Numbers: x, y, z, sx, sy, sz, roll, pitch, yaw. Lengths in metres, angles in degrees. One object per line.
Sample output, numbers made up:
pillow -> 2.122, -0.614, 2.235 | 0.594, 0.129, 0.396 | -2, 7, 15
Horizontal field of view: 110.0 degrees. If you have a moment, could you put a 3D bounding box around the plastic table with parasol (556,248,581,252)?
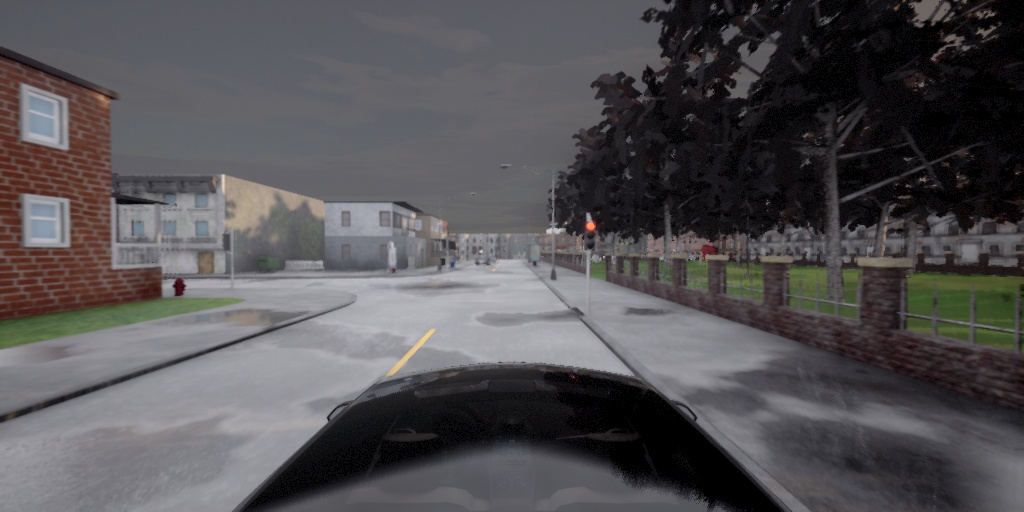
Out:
plastic table with parasol -> 9.964, -0.094, 62.869 | 2.482, 2.480, 2.482 | 0, 0, -40

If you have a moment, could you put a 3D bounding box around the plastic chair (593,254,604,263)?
plastic chair -> 14.310, 0.574, 59.230 | 0.730, 1.272, 0.750 | 0, 0, -35

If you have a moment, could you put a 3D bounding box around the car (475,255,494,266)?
car -> -4.048, 0.626, 50.209 | 2.128, 1.511, 4.902 | 0, 1, 1

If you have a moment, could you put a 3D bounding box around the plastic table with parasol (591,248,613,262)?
plastic table with parasol -> 15.284, -0.050, 60.131 | 2.482, 2.480, 2.482 | 0, 0, -40

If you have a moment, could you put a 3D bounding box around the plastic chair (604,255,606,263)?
plastic chair -> 16.016, 0.565, 59.133 | 0.750, 1.272, 0.730 | 0, 0, -40
